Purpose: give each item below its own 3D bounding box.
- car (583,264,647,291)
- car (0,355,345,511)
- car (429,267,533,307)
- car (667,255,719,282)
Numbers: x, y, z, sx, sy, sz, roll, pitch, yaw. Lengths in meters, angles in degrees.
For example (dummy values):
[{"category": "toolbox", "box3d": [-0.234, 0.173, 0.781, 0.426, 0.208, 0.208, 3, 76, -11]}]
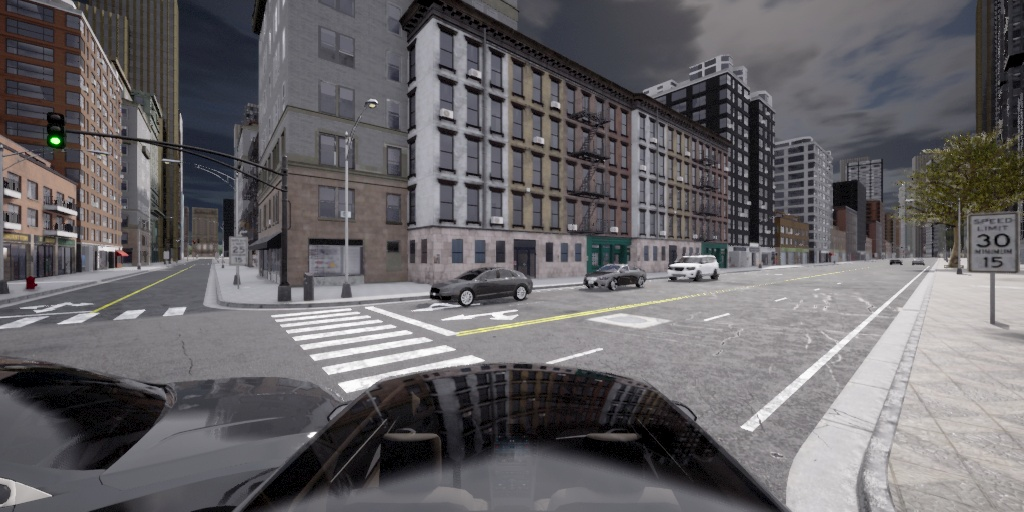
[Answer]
[{"category": "car", "box3d": [6.434, 1.243, 22.206, 4.902, 1.511, 2.128, 0, 0, -40]}, {"category": "car", "box3d": [-3.249, 1.257, 1.556, 4.892, 1.490, 1.837, 0, 0, -35]}, {"category": "car", "box3d": [-1.230, 1.264, 15.804, 4.892, 1.490, 1.837, 0, 0, -40]}, {"category": "car", "box3d": [14.888, 0.960, 29.276, 5.566, 2.045, 2.150, -1, 0, -40]}]
